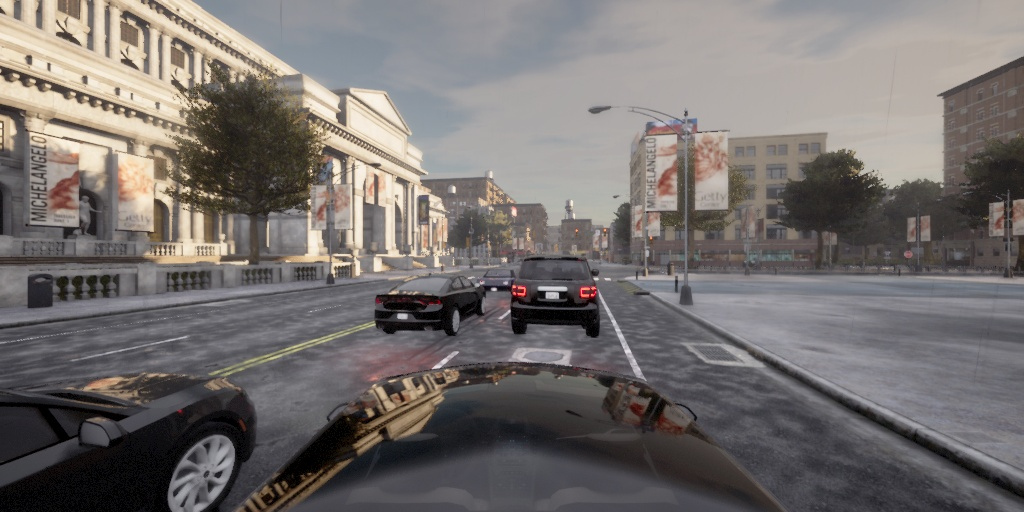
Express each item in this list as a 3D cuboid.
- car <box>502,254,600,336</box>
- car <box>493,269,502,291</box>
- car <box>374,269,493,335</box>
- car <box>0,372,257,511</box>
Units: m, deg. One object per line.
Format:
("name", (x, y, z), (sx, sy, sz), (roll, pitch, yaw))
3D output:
("car", (1.374, 0.970, 10.617), (2.150, 2.045, 5.566), (0, 0, 10))
("car", (-0.458, 1.348, 19.751), (1.895, 1.301, 4.718), (0, 0, 11))
("car", (-2.114, 1.226, 10.629), (1.882, 1.535, 5.008), (0, 0, 9))
("car", (-3.204, 1.255, 1.235), (1.837, 1.490, 4.892), (0, 0, 0))
